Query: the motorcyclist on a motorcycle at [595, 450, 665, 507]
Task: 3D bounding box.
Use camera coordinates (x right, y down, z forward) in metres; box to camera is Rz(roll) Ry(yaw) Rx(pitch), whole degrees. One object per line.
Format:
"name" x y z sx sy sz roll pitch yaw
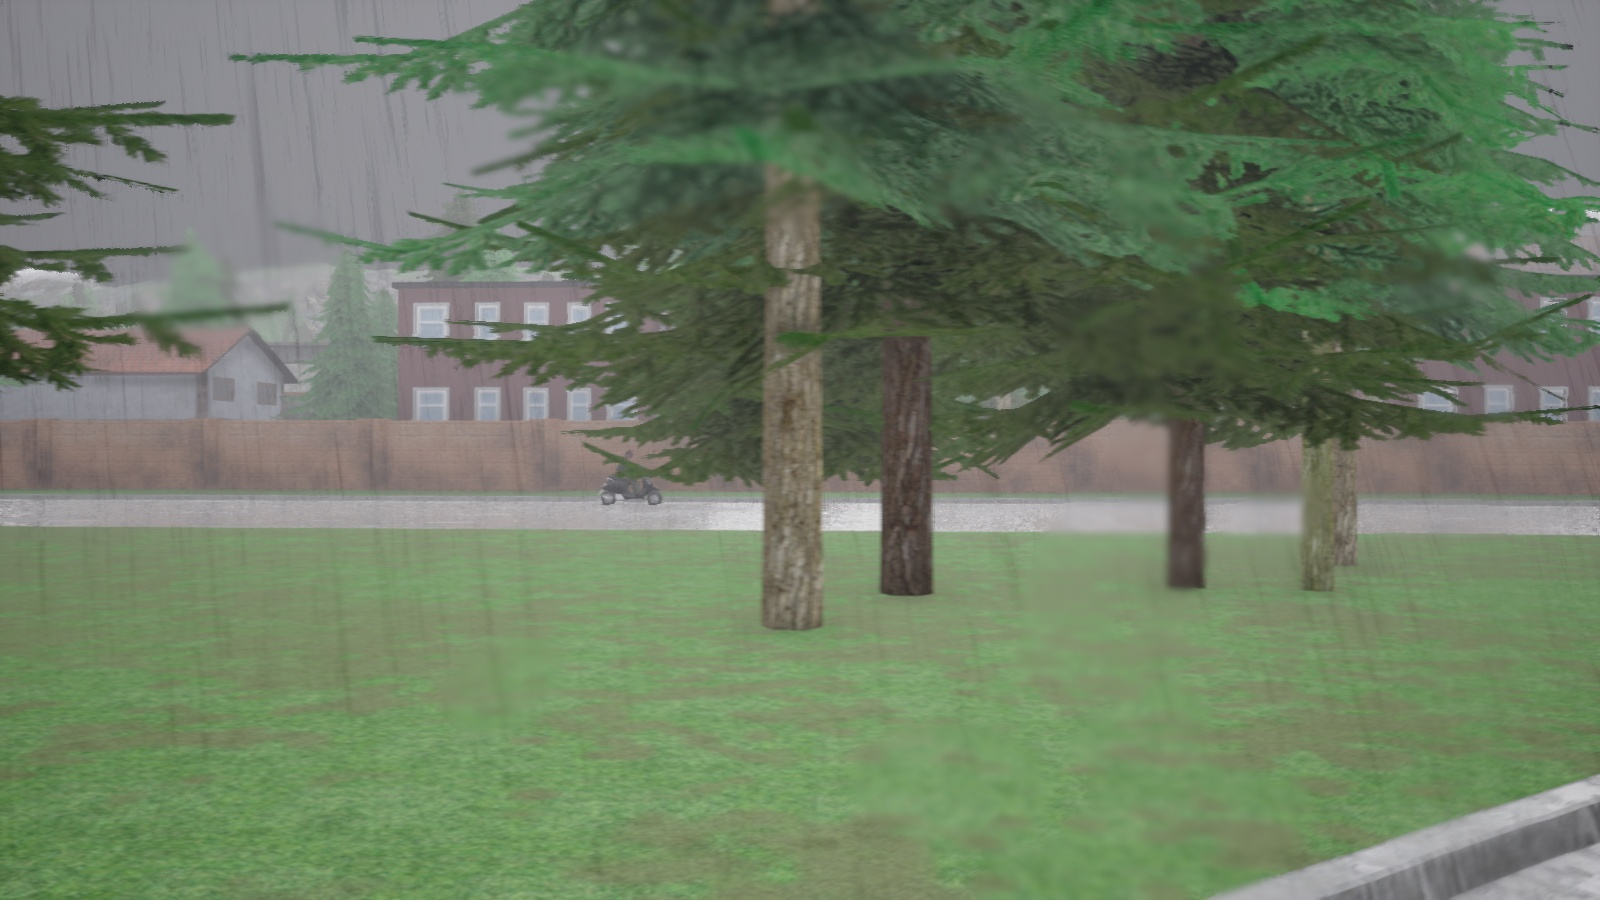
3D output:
"motorcyclist on a motorcycle" -4.763 0.797 35.325 1.817 1.590 0.866 0 0 3
